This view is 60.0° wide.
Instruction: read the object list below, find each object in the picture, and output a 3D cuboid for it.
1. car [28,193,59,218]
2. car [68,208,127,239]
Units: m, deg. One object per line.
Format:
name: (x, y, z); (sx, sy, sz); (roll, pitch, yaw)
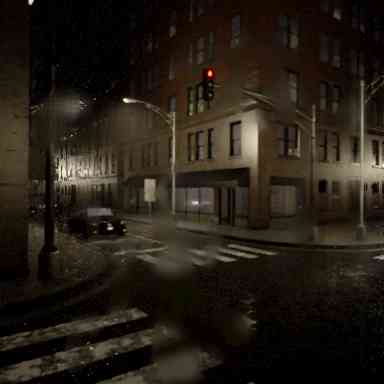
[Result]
car: (-13.246, 1.082, 28.761); (2.150, 2.045, 5.566); (0, 0, -36)
car: (-4.975, 1.511, 17.224); (1.994, 1.385, 4.181); (0, 0, -35)
